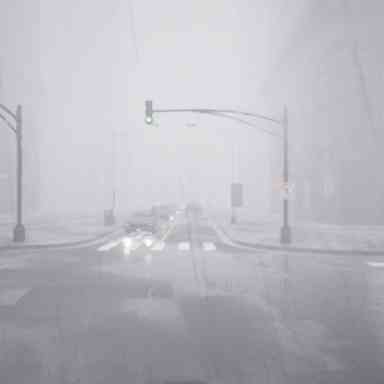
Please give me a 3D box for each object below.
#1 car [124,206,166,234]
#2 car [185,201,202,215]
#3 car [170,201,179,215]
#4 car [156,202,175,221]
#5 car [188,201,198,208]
[{"bbox_3d":[-3.060,1.850,21.742,2.033,1.411,5.357,0,-1,0],"label":"car"},{"bbox_3d":[0.177,1.931,41.798,2.097,1.767,4.553,0,-1,0],"label":"car"},{"bbox_3d":[-3.008,2.145,41.896,1.994,1.385,4.181,0,-1,1],"label":"car"},{"bbox_3d":[-3.043,1.989,31.814,2.033,1.411,5.357,0,-1,0],"label":"car"},{"bbox_3d":[0.242,2.474,65.619,1.994,1.385,4.181,0,-1,0],"label":"car"}]
